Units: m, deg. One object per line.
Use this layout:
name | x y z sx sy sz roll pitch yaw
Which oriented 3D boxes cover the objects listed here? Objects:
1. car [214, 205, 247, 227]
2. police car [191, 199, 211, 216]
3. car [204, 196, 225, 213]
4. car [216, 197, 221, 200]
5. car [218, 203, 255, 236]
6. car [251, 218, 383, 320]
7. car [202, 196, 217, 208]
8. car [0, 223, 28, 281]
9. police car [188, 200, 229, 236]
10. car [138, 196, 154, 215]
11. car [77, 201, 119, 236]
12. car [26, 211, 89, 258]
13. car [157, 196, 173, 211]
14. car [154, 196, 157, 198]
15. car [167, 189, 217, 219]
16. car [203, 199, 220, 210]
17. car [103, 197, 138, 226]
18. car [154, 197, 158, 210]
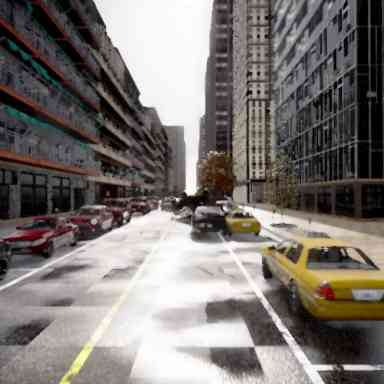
car | 2.694 1.658 24.228 1.947 1.339 4.313 0 0 0
police car | 0.899 1.567 35.203 1.930 1.638 5.238 0 0 0
car | 2.695 1.486 41.219 2.192 1.841 5.009 0 0 0
car | 2.695 1.557 29.891 1.967 1.590 4.097 0 0 0
car | 2.695 1.594 18.735 1.752 1.417 4.829 0 0 0
car | 2.695 1.550 7.409 1.752 1.417 4.829 0 0 0
car | 2.693 1.548 52.544 2.192 1.841 5.009 0 0 0
car | -5.685 1.590 7.239 1.947 1.339 4.313 0 0 0
police car | 0.900 1.496 19.203 1.930 1.638 5.238 0 0 0
car | -5.685 1.458 35.555 2.192 1.841 5.009 0 0 0
car | -5.685 1.508 18.565 1.967 1.590 4.097 0 0 0
car | -5.685 1.627 12.901 1.802 1.307 4.206 0 0 0
car | -3.091 1.661 43.710 1.882 1.535 5.008 0 0 0
car | -5.686 1.516 46.883 2.192 1.841 5.009 0 0 0
car | -0.146 1.334 29.015 2.150 2.045 5.566 -5 -11 -19
car | 2.693 1.752 46.882 2.008 1.369 4.403 0 0 0
car | -5.684 1.407 24.229 2.192 1.841 5.009 0 0 0
car | -5.687 1.695 41.048 1.752 1.417 4.829 0 0 0
